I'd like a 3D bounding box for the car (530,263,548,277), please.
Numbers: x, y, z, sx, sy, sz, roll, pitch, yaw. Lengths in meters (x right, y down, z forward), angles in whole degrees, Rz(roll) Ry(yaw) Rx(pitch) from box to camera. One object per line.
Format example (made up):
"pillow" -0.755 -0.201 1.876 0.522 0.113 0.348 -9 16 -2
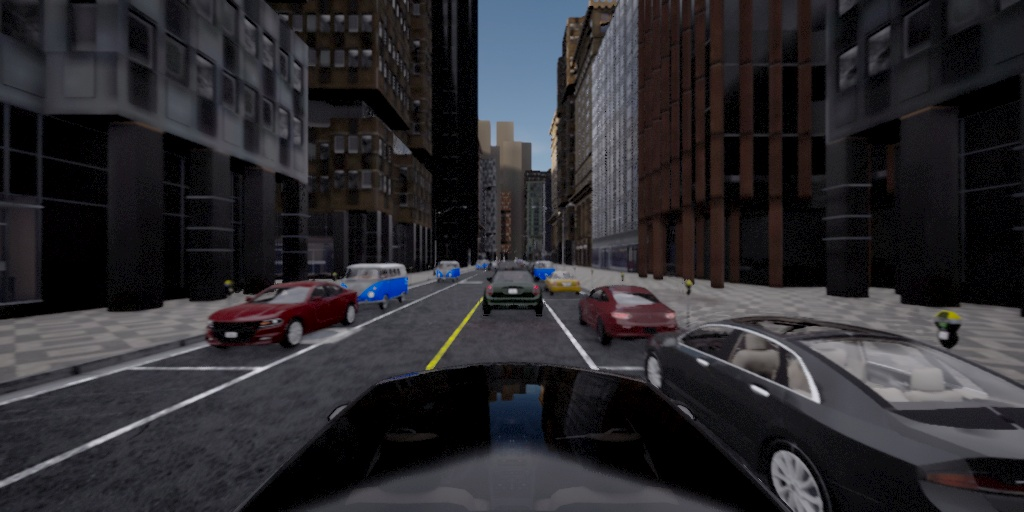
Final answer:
"car" 3.150 1.624 42.900 1.837 1.490 4.892 0 -1 0

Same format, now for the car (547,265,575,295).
"car" 2.859 1.449 20.960 1.751 1.417 4.829 0 0 0

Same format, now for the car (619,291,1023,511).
"car" 2.857 1.320 3.844 2.007 1.370 4.403 0 0 0

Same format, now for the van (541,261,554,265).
"van" 2.860 1.365 32.086 1.690 1.789 3.998 0 0 0

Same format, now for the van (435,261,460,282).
"van" -5.665 1.365 32.080 1.690 1.789 3.998 0 0 0

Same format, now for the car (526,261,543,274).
"car" 3.118 1.534 49.871 2.097 1.767 4.553 0 0 0

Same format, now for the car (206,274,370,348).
"car" -5.667 1.366 9.484 1.888 1.381 4.507 0 0 0

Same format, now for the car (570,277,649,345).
"car" 2.858 1.403 9.492 1.802 1.307 4.207 0 0 0

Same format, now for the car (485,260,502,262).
"car" -3.054 1.782 58.633 1.812 1.442 4.674 0 0 0

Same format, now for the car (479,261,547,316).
"car" 0.048 1.215 14.144 2.097 1.767 4.553 0 -1 0

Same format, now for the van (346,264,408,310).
"van" -5.667 1.213 15.133 1.690 1.789 3.998 0 0 0
